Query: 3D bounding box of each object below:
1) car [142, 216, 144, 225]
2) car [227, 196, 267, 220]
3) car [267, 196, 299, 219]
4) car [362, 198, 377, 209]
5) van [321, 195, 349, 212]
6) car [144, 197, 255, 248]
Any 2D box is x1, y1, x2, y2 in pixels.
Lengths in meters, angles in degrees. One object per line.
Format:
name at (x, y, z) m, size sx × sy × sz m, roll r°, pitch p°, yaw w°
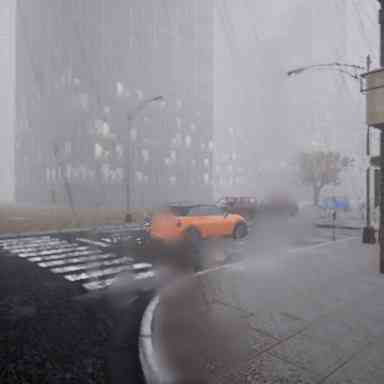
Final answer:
car at (-1.140, 1.372, 21.046) m, size 4.097 × 1.590 × 1.967 m, roll 0°, pitch 0°, yaw -42°
car at (3.045, 1.241, 24.837) m, size 5.009 × 1.841 × 2.192 m, roll 0°, pitch 0°, yaw -42°
car at (7.230, 1.234, 28.628) m, size 5.009 × 1.841 × 2.192 m, roll 0°, pitch 0°, yaw -42°
car at (23.968, 1.464, 43.794) m, size 4.206 × 1.307 × 1.802 m, roll 0°, pitch 1°, yaw -42°
van at (15.599, 1.244, 36.210) m, size 3.998 × 1.788 × 1.690 m, roll 0°, pitch 1°, yaw -42°
car at (0.467, 1.282, 14.791) m, size 4.553 × 1.767 × 2.097 m, roll 0°, pitch 0°, yaw -43°
